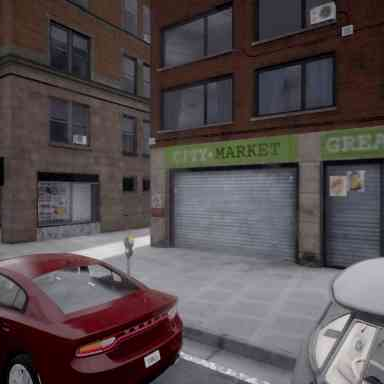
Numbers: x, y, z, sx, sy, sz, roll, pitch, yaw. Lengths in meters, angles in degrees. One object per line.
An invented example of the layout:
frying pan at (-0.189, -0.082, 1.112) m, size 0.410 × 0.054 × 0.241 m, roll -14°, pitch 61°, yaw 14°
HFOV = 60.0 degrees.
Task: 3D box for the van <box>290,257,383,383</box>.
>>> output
van at (2.395, 1.341, 1.367) m, size 3.998 × 1.788 × 1.690 m, roll 0°, pitch 0°, yaw 35°

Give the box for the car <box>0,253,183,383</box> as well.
car at (-2.214, 1.544, 4.653) m, size 4.507 × 1.381 × 1.887 m, roll 0°, pitch 0°, yaw 35°
